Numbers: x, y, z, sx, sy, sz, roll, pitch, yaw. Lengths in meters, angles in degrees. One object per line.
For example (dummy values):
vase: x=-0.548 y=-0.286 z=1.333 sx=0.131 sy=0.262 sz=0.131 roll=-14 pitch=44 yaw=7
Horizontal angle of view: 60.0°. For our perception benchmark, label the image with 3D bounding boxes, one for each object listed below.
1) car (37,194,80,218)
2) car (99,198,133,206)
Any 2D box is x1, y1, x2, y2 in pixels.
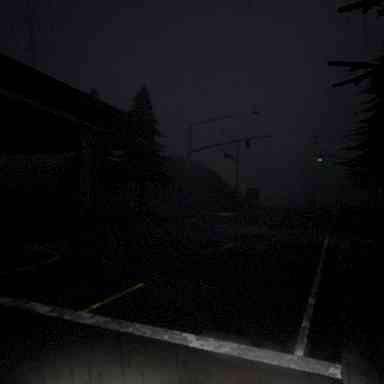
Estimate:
car: x=-10.335 y=1.100 z=26.382 sx=3.866 sy=1.878 sz=1.905 roll=1 pitch=0 yaw=23
car: x=-9.990 y=1.365 z=42.157 sx=4.718 sy=1.301 sz=1.895 roll=1 pitch=0 yaw=24
